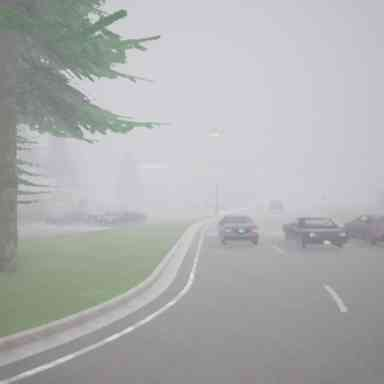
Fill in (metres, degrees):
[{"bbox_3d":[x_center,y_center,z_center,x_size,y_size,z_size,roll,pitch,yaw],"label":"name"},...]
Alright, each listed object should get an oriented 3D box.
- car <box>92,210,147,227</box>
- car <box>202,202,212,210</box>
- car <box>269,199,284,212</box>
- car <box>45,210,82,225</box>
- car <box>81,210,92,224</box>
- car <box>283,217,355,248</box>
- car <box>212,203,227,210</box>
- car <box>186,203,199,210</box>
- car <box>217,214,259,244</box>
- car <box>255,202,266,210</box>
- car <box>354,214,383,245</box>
[{"bbox_3d":[-6.314,2.376,30.813,2.033,1.411,5.357,-2,-1,28],"label":"car"},{"bbox_3d":[3.615,3.069,73.242,1.837,1.490,4.892,-1,-1,16],"label":"car"},{"bbox_3d":[13.829,2.231,54.395,2.150,2.045,5.566,-1,-2,17],"label":"car"},{"bbox_3d":[-12.325,2.562,34.256,2.033,1.411,5.357,-2,-1,26],"label":"car"},{"bbox_3d":[-8.651,2.543,33.926,1.895,1.301,4.718,-2,-1,24],"label":"car"},{"bbox_3d":[5.810,1.880,16.250,1.895,1.301,4.718,-1,-1,3],"label":"car"},{"bbox_3d":[6.122,3.039,69.330,1.994,1.385,4.181,-1,-1,16],"label":"car"},{"bbox_3d":[0.139,3.192,73.819,2.128,1.511,4.902,-1,-1,16],"label":"car"},{"bbox_3d":[2.424,1.930,18.108,2.033,1.411,5.357,-1,-1,2],"label":"car"},{"bbox_3d":[13.850,2.787,66.906,2.128,1.511,4.902,-1,-2,16],"label":"car"},{"bbox_3d":[9.236,1.794,16.745,1.994,1.385,4.181,-1,-1,4],"label":"car"}]
